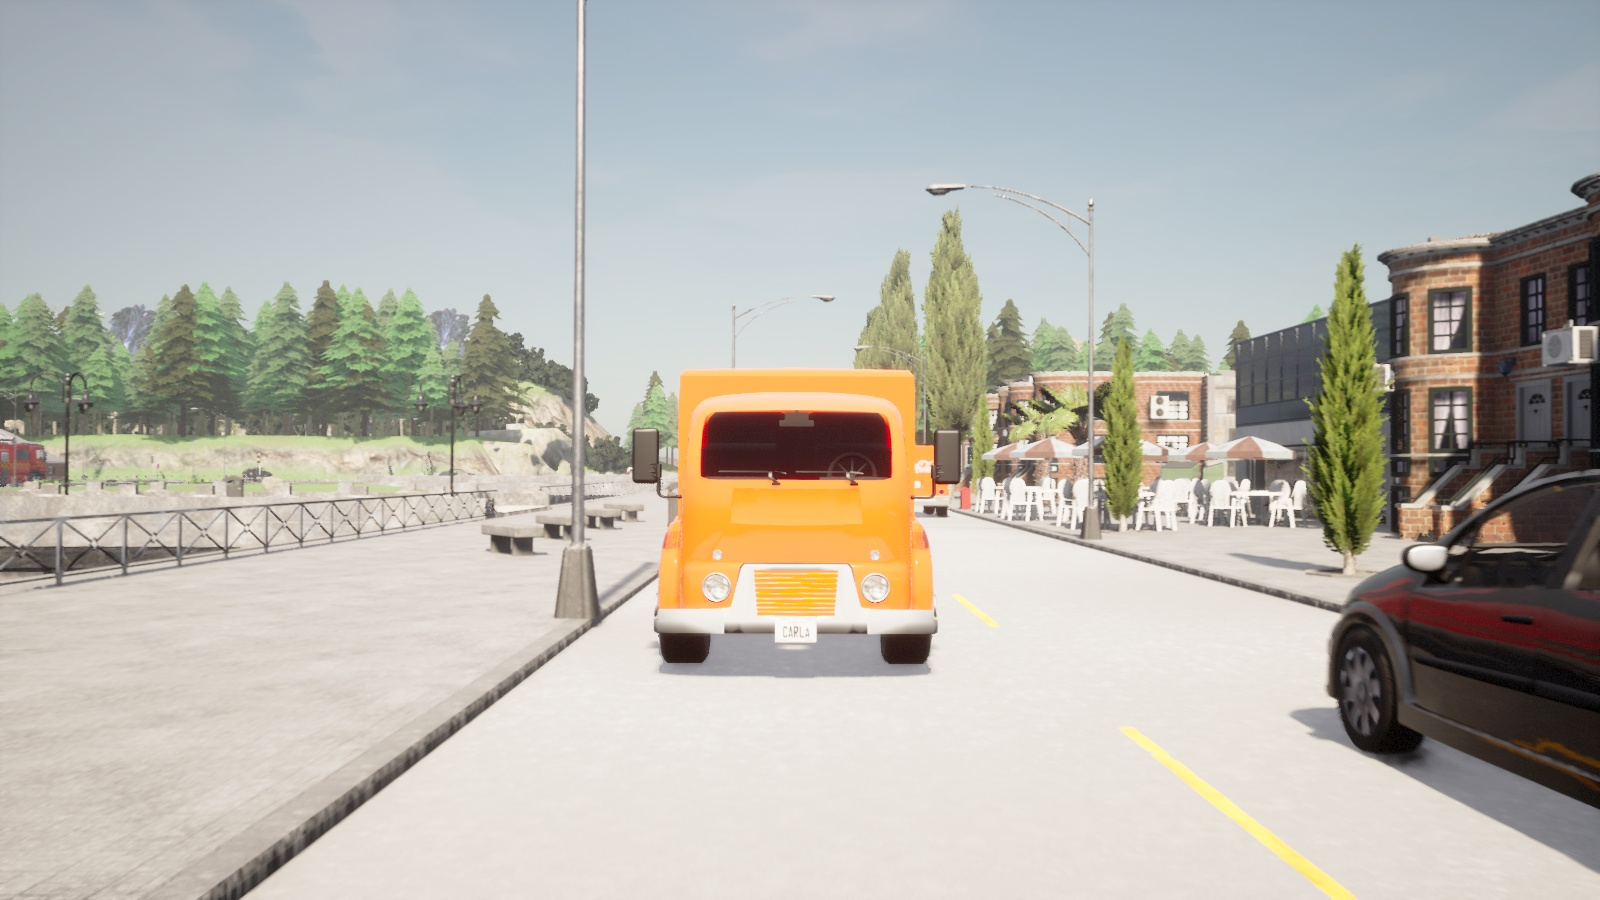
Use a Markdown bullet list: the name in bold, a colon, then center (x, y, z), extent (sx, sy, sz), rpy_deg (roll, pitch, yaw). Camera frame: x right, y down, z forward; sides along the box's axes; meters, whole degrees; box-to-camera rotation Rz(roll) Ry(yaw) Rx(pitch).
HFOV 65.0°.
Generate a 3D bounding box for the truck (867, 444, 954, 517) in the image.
- **truck**: center (3.880, 1.068, 45.140), extent (2.627, 2.467, 5.204), rpy_deg (0, -1, 0)

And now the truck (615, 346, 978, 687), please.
- **truck**: center (-0.033, 0.524, 11.720), extent (2.627, 2.467, 5.204), rpy_deg (0, -1, 0)

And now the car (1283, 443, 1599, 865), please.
- **car**: center (3.983, 0.796, 5.922), extent (1.851, 1.617, 3.988), rpy_deg (0, -1, 0)
